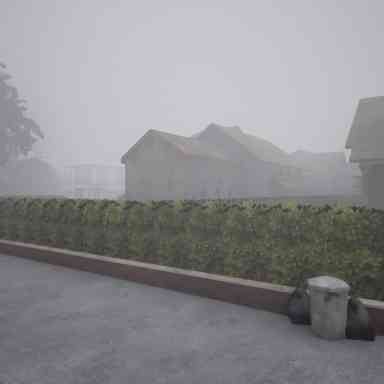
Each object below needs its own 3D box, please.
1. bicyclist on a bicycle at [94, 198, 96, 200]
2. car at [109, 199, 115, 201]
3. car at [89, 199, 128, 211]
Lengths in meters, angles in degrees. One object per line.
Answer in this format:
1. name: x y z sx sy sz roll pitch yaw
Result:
1. bicyclist on a bicycle: -8.768 1.348 30.370 1.656 1.620 0.582 0 0 35
2. car: -6.470 1.356 25.679 5.357 1.415 2.033 0 0 38
3. car: -10.541 1.600 42.388 1.895 1.301 4.718 0 0 36
